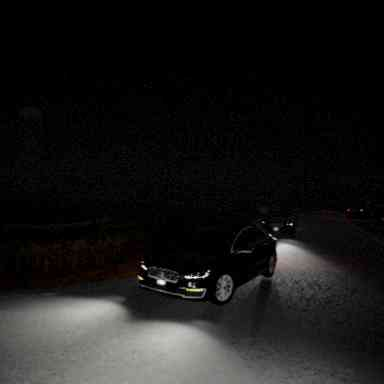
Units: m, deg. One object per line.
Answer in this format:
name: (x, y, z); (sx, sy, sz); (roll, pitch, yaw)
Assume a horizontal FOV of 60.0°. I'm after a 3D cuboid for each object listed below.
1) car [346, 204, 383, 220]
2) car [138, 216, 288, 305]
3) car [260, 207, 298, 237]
car: (19.445, 2.183, 37.371); (4.553, 1.767, 2.097); (3, 0, -35)
car: (0.705, 1.523, 8.392); (1.837, 1.490, 4.892); (3, 0, 32)
car: (5.193, 1.681, 19.730); (2.128, 1.511, 4.902); (3, 1, 19)
